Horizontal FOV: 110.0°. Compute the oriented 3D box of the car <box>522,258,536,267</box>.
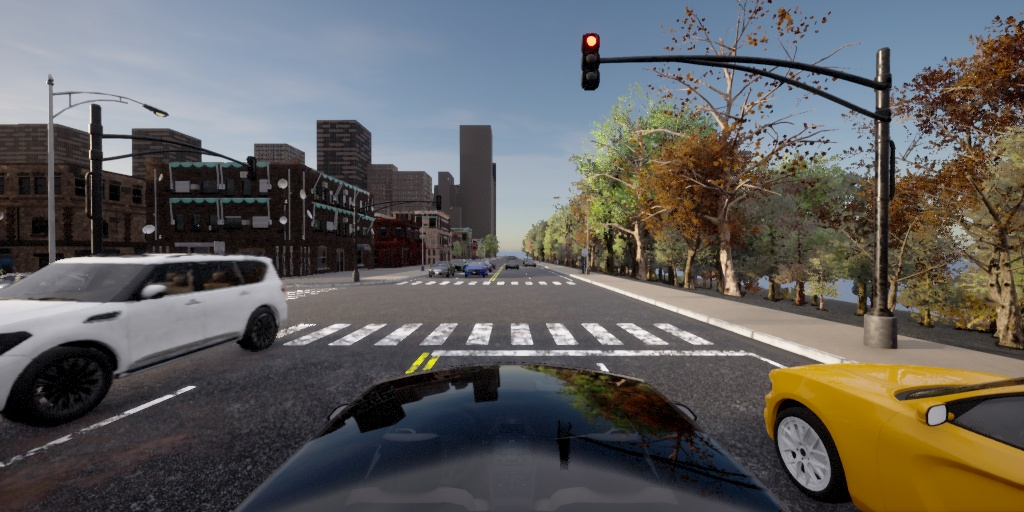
[{"bbox_3d":[3.266,1.290,64.501,1.994,1.385,4.181,0,0,1],"label":"car"}]

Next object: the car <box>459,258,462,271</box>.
[{"bbox_3d":[-6.641,1.087,44.179,2.097,1.767,4.553,0,0,0],"label":"car"}]

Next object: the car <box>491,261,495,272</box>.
[{"bbox_3d":[-3.388,1.261,44.093,1.812,1.442,4.674,0,0,0],"label":"car"}]

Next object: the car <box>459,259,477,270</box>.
[{"bbox_3d":[-6.642,1.222,54.548,2.128,1.511,4.902,0,0,0],"label":"car"}]

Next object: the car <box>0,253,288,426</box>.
[{"bbox_3d":[-6.308,0.971,6.059,2.150,2.045,5.566,0,0,1],"label":"car"}]

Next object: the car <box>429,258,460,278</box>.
[{"bbox_3d":[-6.630,1.231,34.305,2.128,1.511,4.902,0,0,0],"label":"car"}]

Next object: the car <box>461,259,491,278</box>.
[{"bbox_3d":[-3.381,1.217,34.697,1.882,1.535,5.008,0,0,0],"label":"car"}]

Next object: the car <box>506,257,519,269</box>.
[{"bbox_3d":[0.033,1.294,55.746,1.994,1.385,4.181,0,0,0],"label":"car"}]

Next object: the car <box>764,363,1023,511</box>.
[{"bbox_3d":[3.351,1.228,1.397,1.882,1.535,5.008,0,0,0],"label":"car"}]
